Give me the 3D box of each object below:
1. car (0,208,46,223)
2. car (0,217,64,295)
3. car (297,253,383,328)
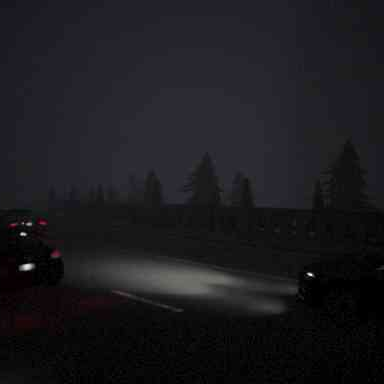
[{"bbox_3d":[-9.323,1.551,17.513,2.033,1.411,5.357,0,0,-42],"label":"car"},{"bbox_3d":[-4.996,1.565,8.390,4.181,1.385,1.994,0,0,42],"label":"car"},{"bbox_3d":[4.258,1.513,5.373,4.902,1.511,2.128,0,0,36],"label":"car"}]
